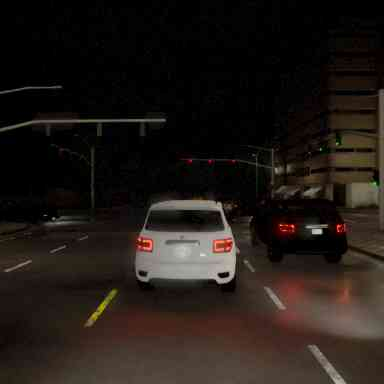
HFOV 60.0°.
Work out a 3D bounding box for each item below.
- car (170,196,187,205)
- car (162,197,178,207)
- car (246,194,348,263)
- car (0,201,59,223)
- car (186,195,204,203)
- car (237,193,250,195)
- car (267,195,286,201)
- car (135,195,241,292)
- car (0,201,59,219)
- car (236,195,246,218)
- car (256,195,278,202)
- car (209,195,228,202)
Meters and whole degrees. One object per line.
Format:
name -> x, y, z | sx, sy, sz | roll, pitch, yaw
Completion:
car -> -2.431, 1.505, 60.822 | 1.837, 1.490, 4.892 | 0, 0, 13
car -> -3.367, 1.505, 51.586 | 1.837, 1.490, 4.892 | 0, 0, 3
car -> 3.576, 1.221, 12.156 | 2.150, 2.045, 5.566 | 0, 0, 0
car -> -12.914, 1.592, 25.190 | 5.357, 1.411, 2.033 | 0, 0, 10
car -> 0.656, 1.478, 70.349 | 1.882, 1.535, 5.008 | 0, 0, 23
car -> 13.067, 1.225, 80.719 | 5.566, 2.045, 2.150 | 0, 0, -41
car -> 21.833, 1.524, 86.237 | 4.674, 1.442, 1.812 | 0, 0, -22
car -> 0.015, 1.221, 9.130 | 2.150, 2.045, 5.566 | 0, 0, 4
car -> -14.524, 1.558, 29.271 | 4.892, 1.490, 1.837 | 0, 0, 0
car -> 5.721, 1.361, 29.392 | 4.553, 1.767, 2.097 | 0, 0, 0
car -> 18.195, 1.540, 80.211 | 5.357, 1.411, 2.033 | 0, 0, -34
car -> 6.374, 1.525, 78.980 | 2.128, 1.511, 4.902 | 0, 0, 38
